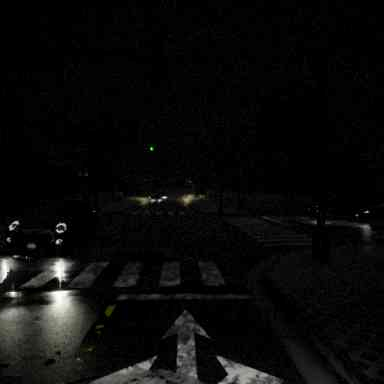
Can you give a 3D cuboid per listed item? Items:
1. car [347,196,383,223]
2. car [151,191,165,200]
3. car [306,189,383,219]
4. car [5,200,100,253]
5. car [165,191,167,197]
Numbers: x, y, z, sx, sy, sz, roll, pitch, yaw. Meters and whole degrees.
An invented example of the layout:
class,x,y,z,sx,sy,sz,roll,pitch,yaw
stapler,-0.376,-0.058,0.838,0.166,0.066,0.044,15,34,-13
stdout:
class,x,y,z,sx,sy,sz,roll,pitch,yaw
car,12.808,1.182,21.220,4.674,1.442,1.812,0,0,-3
car,-6.573,0.719,61.134,2.033,1.411,5.357,0,1,-3
car,11.333,0.857,24.394,5.566,2.045,2.150,-1,0,0
car,-5.115,1.133,12.883,2.097,1.767,4.553,3,0,0
car,-7.151,0.398,81.468,2.128,1.511,4.902,0,1,0
